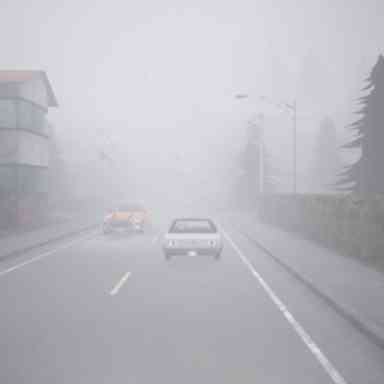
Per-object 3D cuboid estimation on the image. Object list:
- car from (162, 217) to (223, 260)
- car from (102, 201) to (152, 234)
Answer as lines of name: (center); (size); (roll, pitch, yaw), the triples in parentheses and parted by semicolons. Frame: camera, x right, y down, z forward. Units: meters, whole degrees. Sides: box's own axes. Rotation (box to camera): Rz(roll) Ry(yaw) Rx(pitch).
car: (0.036, 1.595, 12.400); (1.895, 1.301, 4.718); (0, 0, 1)
car: (-3.540, 1.342, 18.875); (2.097, 1.767, 4.553); (0, 0, 1)
